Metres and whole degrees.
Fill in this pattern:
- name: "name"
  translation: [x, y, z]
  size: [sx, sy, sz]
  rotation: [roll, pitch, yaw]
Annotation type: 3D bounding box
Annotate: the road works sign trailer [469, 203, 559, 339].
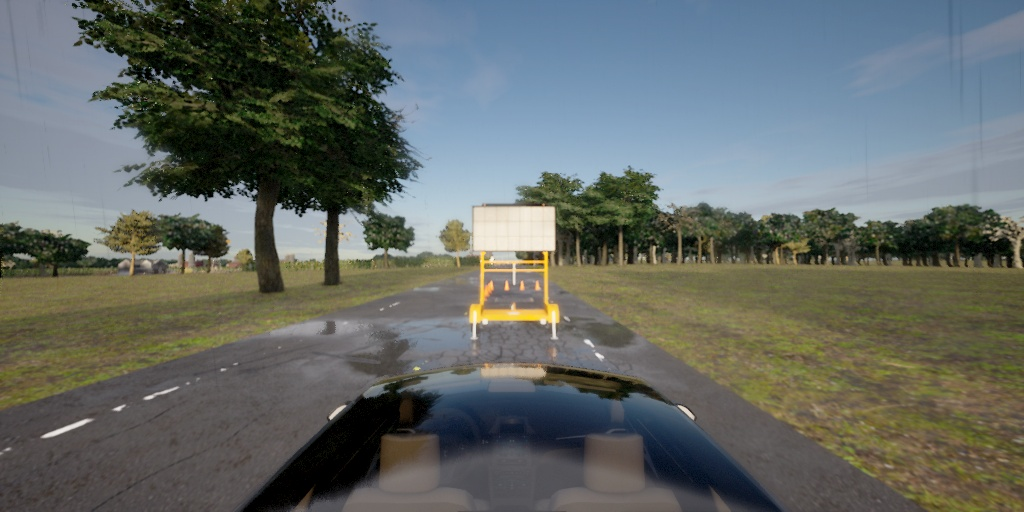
- name: "road works sign trailer"
  translation: [0.067, 0.290, 10.337]
  size: [2.380, 3.560, 2.880]
  rotation: [0, 0, 0]
